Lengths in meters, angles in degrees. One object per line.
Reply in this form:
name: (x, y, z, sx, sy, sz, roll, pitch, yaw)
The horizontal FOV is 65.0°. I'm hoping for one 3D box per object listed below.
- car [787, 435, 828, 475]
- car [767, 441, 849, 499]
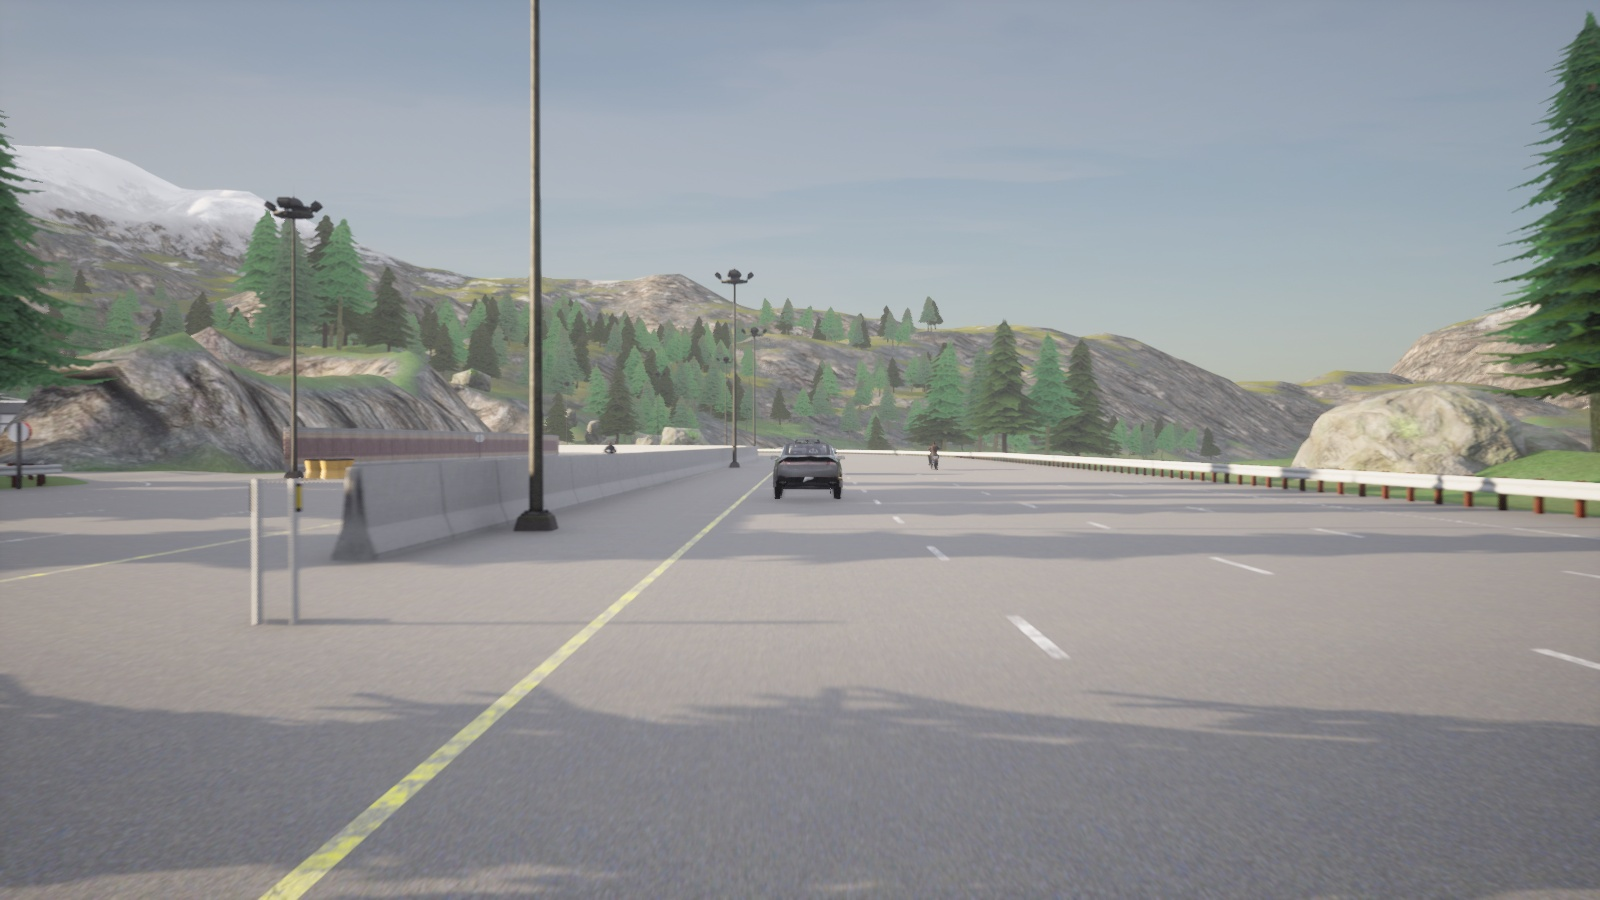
car: (0.366, 0.221, 61.098, 1.932, 1.855, 4.605, 0, 0, 0)
car: (0.216, 0.507, 35.035, 2.128, 1.511, 4.902, 0, 0, 0)
